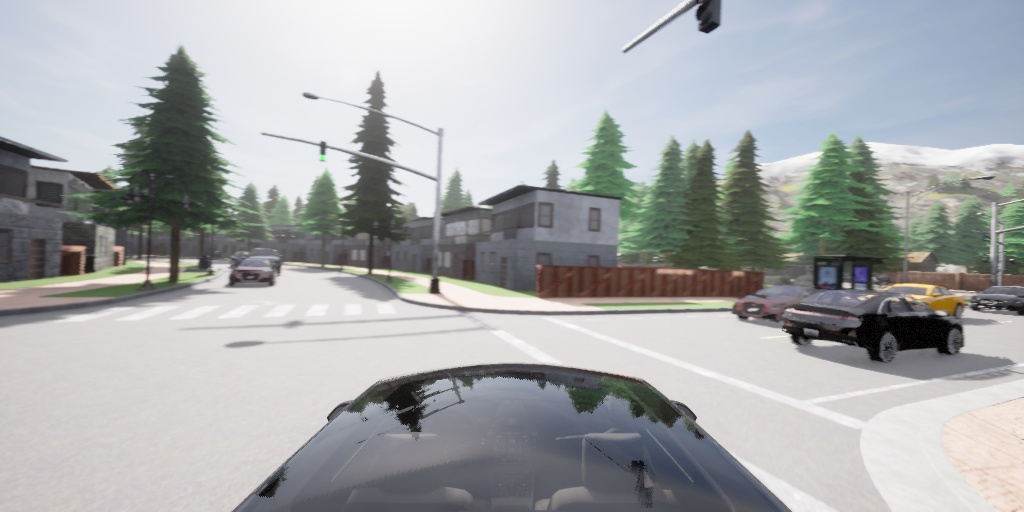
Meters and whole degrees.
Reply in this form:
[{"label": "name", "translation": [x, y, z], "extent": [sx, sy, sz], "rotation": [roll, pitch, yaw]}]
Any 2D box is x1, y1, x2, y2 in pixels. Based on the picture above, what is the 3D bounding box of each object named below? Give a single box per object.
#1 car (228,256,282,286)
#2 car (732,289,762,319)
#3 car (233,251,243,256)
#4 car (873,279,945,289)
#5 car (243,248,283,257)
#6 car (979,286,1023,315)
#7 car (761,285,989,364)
[{"label": "car", "translation": [-14.375, 0.877, 20.138], "extent": [1.994, 1.385, 4.181], "rotation": [2, -1, -30]}, {"label": "car", "translation": [10.404, 1.795, 13.440], "extent": [4.181, 1.385, 1.994], "rotation": [2, 0, -21]}, {"label": "car", "translation": [-26.236, 0.328, 35.460], "extent": [4.553, 1.767, 2.097], "rotation": [2, -1, 44]}, {"label": "car", "translation": [18.680, 2.052, 16.660], "extent": [5.008, 1.535, 1.882], "rotation": [2, 0, -21]}, {"label": "car", "translation": [-19.402, 0.401, 27.960], "extent": [2.150, 2.045, 5.566], "rotation": [3, -1, -38]}, {"label": "car", "translation": [28.351, 2.479, 20.397], "extent": [4.892, 1.490, 1.837], "rotation": [2, 0, -21]}, {"label": "car", "translation": [9.167, 1.641, 9.108], "extent": [4.902, 1.511, 2.128], "rotation": [2, -1, -20]}]
